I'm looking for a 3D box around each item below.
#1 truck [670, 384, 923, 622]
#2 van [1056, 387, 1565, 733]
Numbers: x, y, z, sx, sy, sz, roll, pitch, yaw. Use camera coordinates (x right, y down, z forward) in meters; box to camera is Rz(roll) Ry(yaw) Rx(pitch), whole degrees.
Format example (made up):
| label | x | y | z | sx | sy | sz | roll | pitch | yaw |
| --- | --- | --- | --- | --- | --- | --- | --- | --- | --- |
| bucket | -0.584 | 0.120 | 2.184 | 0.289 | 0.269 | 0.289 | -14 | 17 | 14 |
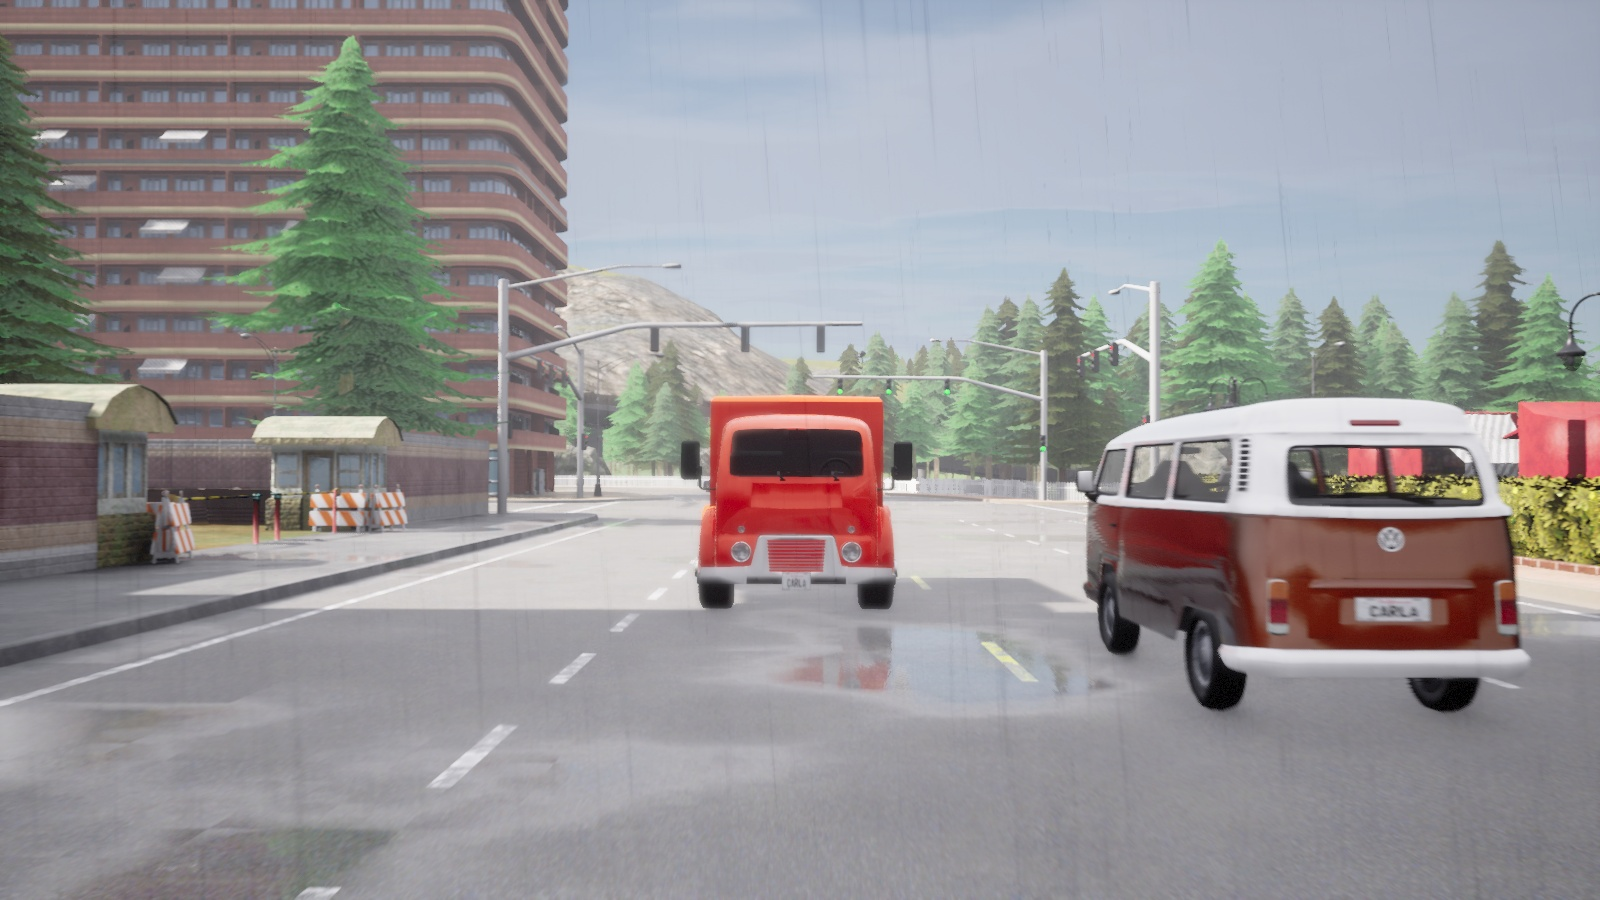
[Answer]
| label | x | y | z | sx | sy | sz | roll | pitch | yaw |
| --- | --- | --- | --- | --- | --- | --- | --- | --- | --- |
| truck | -0.041 | 0.591 | 15.686 | 2.627 | 2.467 | 5.204 | 0 | -1 | 0 |
| van | 3.475 | 0.686 | 9.674 | 2.069 | 2.038 | 4.480 | 0 | -1 | 0 |
